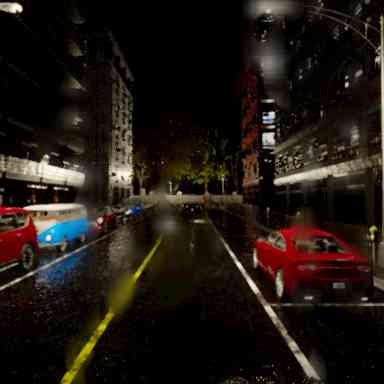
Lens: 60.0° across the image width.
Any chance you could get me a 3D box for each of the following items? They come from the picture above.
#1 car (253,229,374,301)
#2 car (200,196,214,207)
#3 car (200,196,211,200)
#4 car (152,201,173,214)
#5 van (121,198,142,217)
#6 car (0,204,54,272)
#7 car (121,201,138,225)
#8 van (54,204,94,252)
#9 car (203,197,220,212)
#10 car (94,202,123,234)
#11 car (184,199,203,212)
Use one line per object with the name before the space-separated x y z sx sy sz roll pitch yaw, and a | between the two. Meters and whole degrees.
car | 2.689 1.586 8.315 1.887 1.381 4.507 1 0 0
car | 2.609 1.608 59.582 2.192 1.841 5.009 1 0 0
car | 2.615 1.809 53.885 1.887 1.381 4.507 1 0 0
car | -3.159 1.708 37.344 1.812 1.442 4.674 0 0 0
van | -5.692 1.492 31.025 1.690 1.788 3.998 1 0 0
car | -5.654 1.355 8.241 2.192 1.841 5.009 1 0 0
car | -5.686 1.674 25.329 2.008 1.369 4.403 1 0 0
van | -5.664 1.409 13.936 1.690 1.788 3.998 1 0 0
car | 2.633 1.734 42.662 1.752 1.417 4.829 1 0 0
car | -5.675 1.536 19.633 1.967 1.590 4.097 1 0 0
car | 0.031 1.805 41.686 1.895 1.301 4.718 0 0 0
